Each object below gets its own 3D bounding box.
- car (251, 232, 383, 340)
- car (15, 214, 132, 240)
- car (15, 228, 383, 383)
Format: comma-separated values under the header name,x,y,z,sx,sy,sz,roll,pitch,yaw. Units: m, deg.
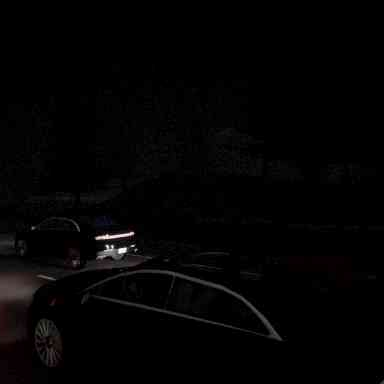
name,x,y,z,sx,sy,sz,roll,pitch,yaw
car,3.597,1.601,5.725,4.718,1.301,1.895,0,0,36
car,-3.989,1.477,11.036,4.902,1.511,2.128,0,0,35
car,-0.078,1.490,4.040,4.902,1.511,2.128,0,0,35
